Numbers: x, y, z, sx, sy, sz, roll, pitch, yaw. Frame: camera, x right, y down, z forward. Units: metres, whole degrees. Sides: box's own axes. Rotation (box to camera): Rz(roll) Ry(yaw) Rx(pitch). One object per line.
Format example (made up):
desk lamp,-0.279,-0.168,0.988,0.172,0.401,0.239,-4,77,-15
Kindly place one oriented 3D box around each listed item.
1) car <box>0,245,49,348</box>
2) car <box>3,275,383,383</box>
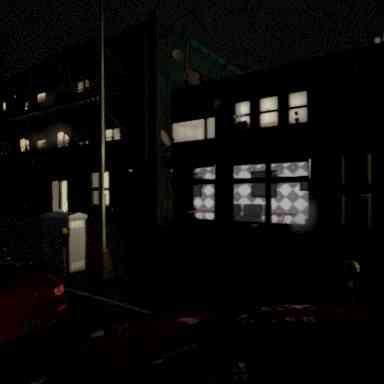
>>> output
car,-3.773,1.522,5.490,4.206,1.307,1.802,1,0,35
car,0.793,1.532,2.343,4.507,1.381,1.887,1,0,35
